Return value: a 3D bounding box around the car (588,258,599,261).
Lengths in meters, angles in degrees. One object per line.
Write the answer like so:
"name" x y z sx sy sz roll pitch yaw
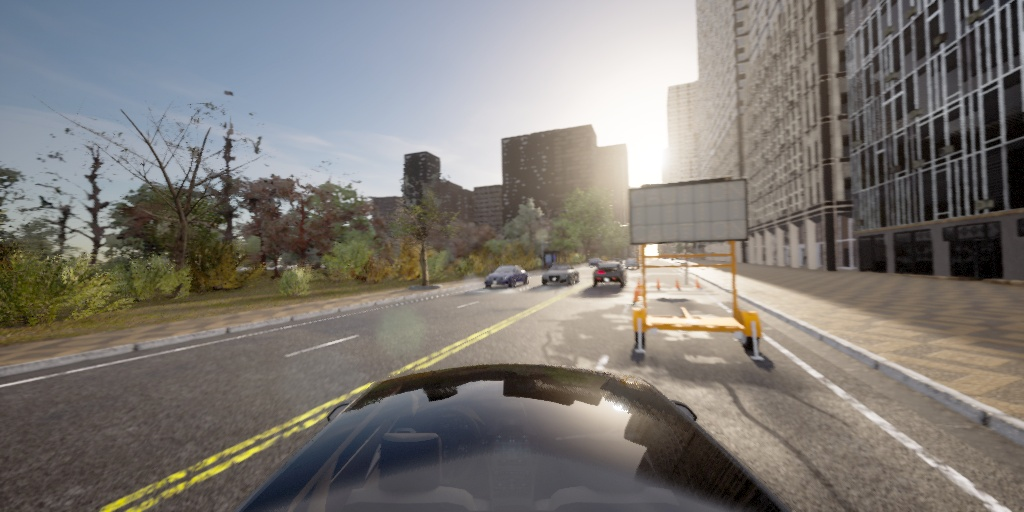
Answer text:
"car" 14.462 1.075 62.415 1.882 1.535 5.008 -2 0 22

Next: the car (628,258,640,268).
"car" 16.729 0.978 49.893 1.812 1.442 4.674 -2 0 21

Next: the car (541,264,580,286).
"car" 3.440 1.277 25.044 1.994 1.385 4.181 -2 0 21

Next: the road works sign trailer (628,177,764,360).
"road works sign trailer" 4.022 0.106 8.185 2.380 3.560 2.880 0 0 21

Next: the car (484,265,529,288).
"car" -0.245 1.343 24.526 1.812 1.442 4.674 -2 0 21

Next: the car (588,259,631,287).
"car" 6.345 1.123 23.009 1.837 1.490 4.892 -2 -1 21
